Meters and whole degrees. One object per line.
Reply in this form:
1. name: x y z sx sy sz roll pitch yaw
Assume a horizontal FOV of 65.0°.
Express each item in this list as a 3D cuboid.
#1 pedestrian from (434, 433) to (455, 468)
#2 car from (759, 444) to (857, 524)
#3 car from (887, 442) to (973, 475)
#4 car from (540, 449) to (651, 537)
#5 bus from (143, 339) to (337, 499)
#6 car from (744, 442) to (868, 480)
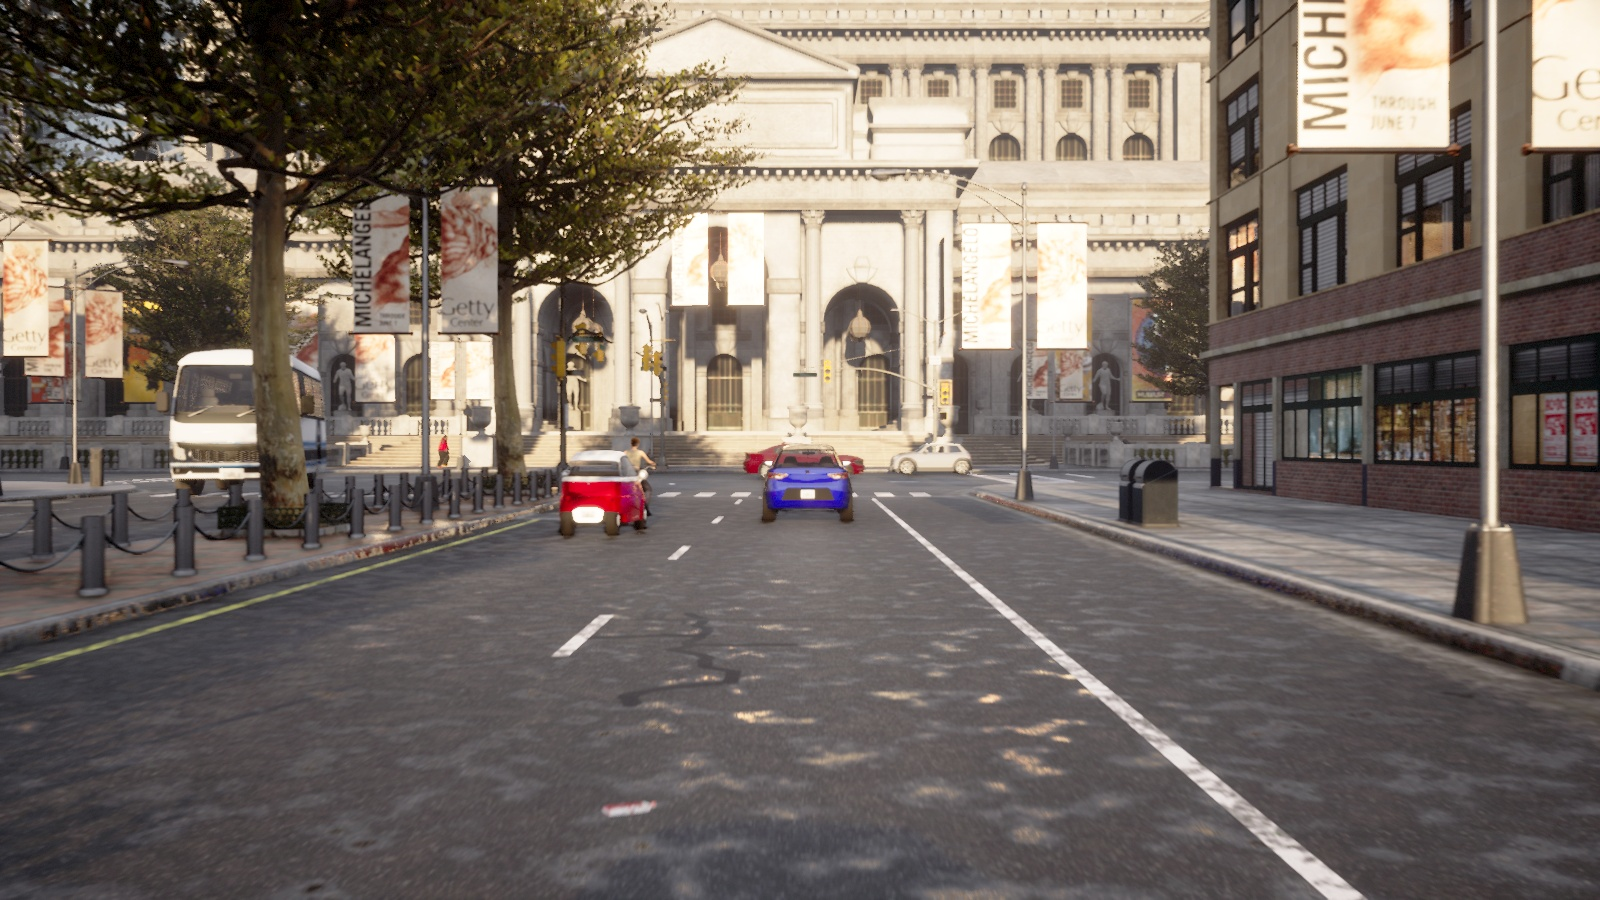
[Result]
1. pedestrian: -18.596 0.018 65.735 0.899 1.844 0.634 0 0 1
2. car: 0.156 0.617 25.381 1.816 1.474 4.193 0 0 0
3. car: 6.002 0.388 58.349 3.806 1.475 1.970 0 0 1
4. car: -3.368 0.680 20.983 1.481 1.376 2.207 0 1 0
5. bus: -16.866 -0.862 38.772 3.944 4.253 10.273 0 0 -15
6. car: 0.248 0.435 51.405 5.008 1.535 1.882 0 0 1
